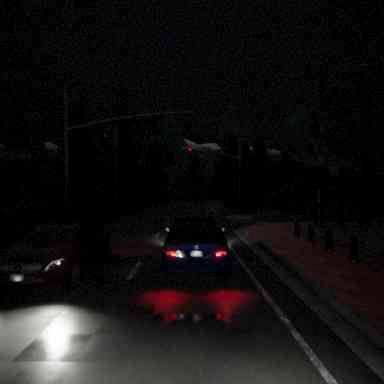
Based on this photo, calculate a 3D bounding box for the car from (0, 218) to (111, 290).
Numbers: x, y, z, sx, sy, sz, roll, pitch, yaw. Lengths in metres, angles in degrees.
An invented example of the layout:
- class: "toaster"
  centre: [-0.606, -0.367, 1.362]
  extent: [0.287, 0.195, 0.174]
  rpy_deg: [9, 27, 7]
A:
- class: "car"
  centre: [-3.524, 1.476, 9.098]
  extent: [1.812, 1.442, 4.674]
  rpy_deg: [0, 0, 1]

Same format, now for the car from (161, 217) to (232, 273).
- class: "car"
  centre: [0.105, 1.491, 10.363]
  extent: [2.033, 1.411, 5.357]
  rpy_deg: [0, 0, 0]
